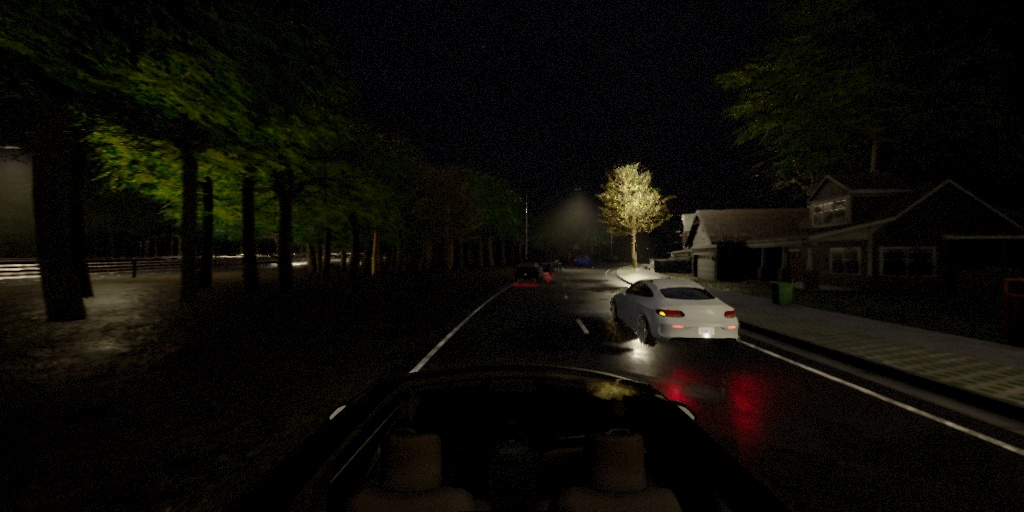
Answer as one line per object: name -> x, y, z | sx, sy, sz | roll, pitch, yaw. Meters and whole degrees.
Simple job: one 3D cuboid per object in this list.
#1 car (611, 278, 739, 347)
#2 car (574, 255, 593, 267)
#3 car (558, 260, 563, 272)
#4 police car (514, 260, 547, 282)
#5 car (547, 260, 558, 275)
car -> 3.901, 1.293, 9.282 | 1.812, 1.442, 4.674 | 0, 0, 3
car -> 12.240, 0.868, 61.216 | 2.150, 2.045, 5.566 | 0, 0, 25
car -> 5.055, 1.182, 44.100 | 1.837, 1.490, 4.892 | 0, 0, 16
police car -> 1.436, 1.138, 28.708 | 1.930, 1.638, 5.238 | 0, 0, 10
car -> 3.504, 1.215, 38.333 | 1.812, 1.442, 4.674 | 0, 0, 14
